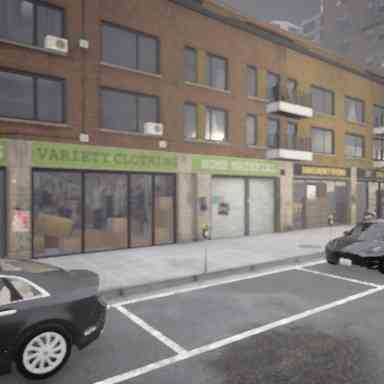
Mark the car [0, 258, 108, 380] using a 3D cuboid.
[{"bbox_3d":[-3.225,1.551,3.888,4.403,1.369,2.008,0,0,-35],"label":"car"}]

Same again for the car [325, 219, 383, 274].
[{"bbox_3d":[6.032,1.563,10.479,4.313,1.339,1.947,0,0,-35],"label":"car"}]
